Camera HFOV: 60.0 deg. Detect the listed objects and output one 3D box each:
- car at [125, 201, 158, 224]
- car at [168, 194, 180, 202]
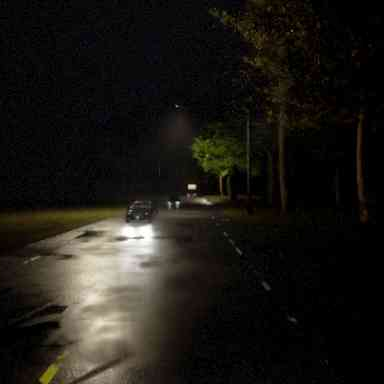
[{"bbox_3d":[-3.594,1.408,24.385,2.128,1.511,4.902,0,0,0],"label":"car"},{"bbox_3d":[-3.503,1.135,64.589,1.837,1.490,4.892,0,1,1],"label":"car"}]
